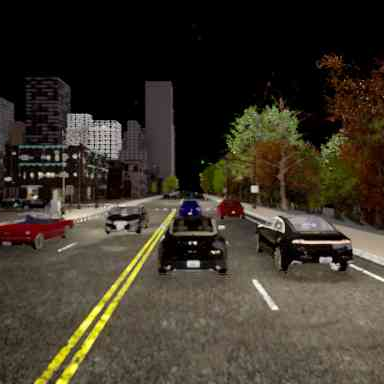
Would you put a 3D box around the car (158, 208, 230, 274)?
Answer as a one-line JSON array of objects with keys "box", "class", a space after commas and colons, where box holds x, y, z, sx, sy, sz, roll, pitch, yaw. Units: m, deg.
[{"box": [0.013, 1.468, 10.373, 1.837, 1.490, 4.892, 0, 0, 0], "class": "car"}]

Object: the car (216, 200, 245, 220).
[{"box": [3.108, 1.380, 27.484, 1.882, 1.535, 5.008, 0, 0, -1], "class": "car"}]

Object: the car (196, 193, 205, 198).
[{"box": [2.408, 1.093, 91.140, 1.994, 1.385, 4.181, 0, 0, -1], "class": "car"}]

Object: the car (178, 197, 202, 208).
[{"box": [-0.140, 1.431, 27.249, 1.812, 1.442, 4.674, 0, 0, -1], "class": "car"}]

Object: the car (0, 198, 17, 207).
[{"box": [-28.767, 1.645, 52.674, 4.403, 1.369, 2.008, -1, 1, 0], "class": "car"}]

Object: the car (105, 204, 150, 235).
[{"box": [-3.504, 1.429, 18.606, 2.128, 1.511, 4.902, 0, 0, 0], "class": "car"}]

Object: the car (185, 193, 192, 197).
[{"box": [-0.842, 1.067, 91.109, 2.128, 1.511, 4.902, 0, 0, -1], "class": "car"}]

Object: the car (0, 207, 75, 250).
[{"box": [-6.717, 1.554, 14.238, 1.895, 1.301, 4.718, 0, 0, -1], "class": "car"}]

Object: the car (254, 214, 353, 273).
[{"box": [3.262, 1.452, 10.580, 2.128, 1.511, 4.902, 0, 0, 0], "class": "car"}]

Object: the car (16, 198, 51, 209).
[{"box": [-20.355, 1.674, 44.241, 4.313, 1.339, 1.947, -1, 1, 0], "class": "car"}]
